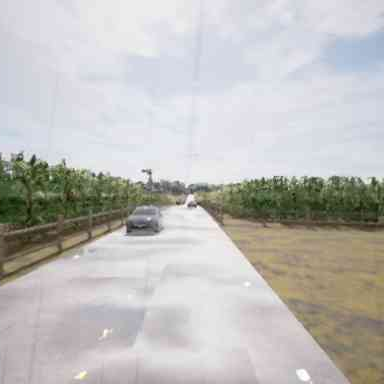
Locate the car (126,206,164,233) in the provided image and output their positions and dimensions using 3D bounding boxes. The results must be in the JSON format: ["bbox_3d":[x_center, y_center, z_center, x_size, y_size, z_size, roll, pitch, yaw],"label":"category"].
[{"bbox_3d":[-2.794,1.645,20.505,1.837,1.490,4.892,0,-1,0],"label":"car"}]

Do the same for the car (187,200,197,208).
[{"bbox_3d":[0.007,2.507,66.093,1.895,1.301,4.718,0,-1,0],"label":"car"}]

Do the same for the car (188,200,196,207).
[{"bbox_3d":[0.008,2.575,76.071,1.837,1.490,4.892,0,-1,0],"label":"car"}]
